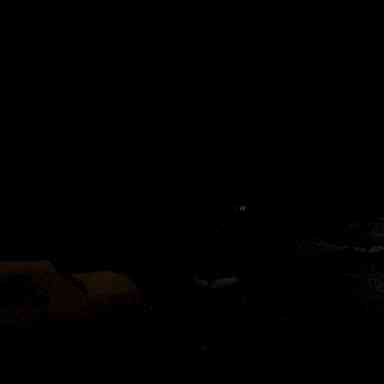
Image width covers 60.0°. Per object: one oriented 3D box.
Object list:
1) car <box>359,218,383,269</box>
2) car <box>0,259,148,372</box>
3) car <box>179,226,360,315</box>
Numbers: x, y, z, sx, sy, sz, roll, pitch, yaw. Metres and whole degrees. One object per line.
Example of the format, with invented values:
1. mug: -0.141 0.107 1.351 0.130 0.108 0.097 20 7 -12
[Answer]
1. car: 6.185 1.513 10.599 4.206 1.307 1.802 0 0 -35
2. car: -2.938 1.526 4.091 4.829 1.417 1.752 0 0 -35
3. car: 1.693 1.547 7.395 4.206 1.307 1.802 0 0 -35
